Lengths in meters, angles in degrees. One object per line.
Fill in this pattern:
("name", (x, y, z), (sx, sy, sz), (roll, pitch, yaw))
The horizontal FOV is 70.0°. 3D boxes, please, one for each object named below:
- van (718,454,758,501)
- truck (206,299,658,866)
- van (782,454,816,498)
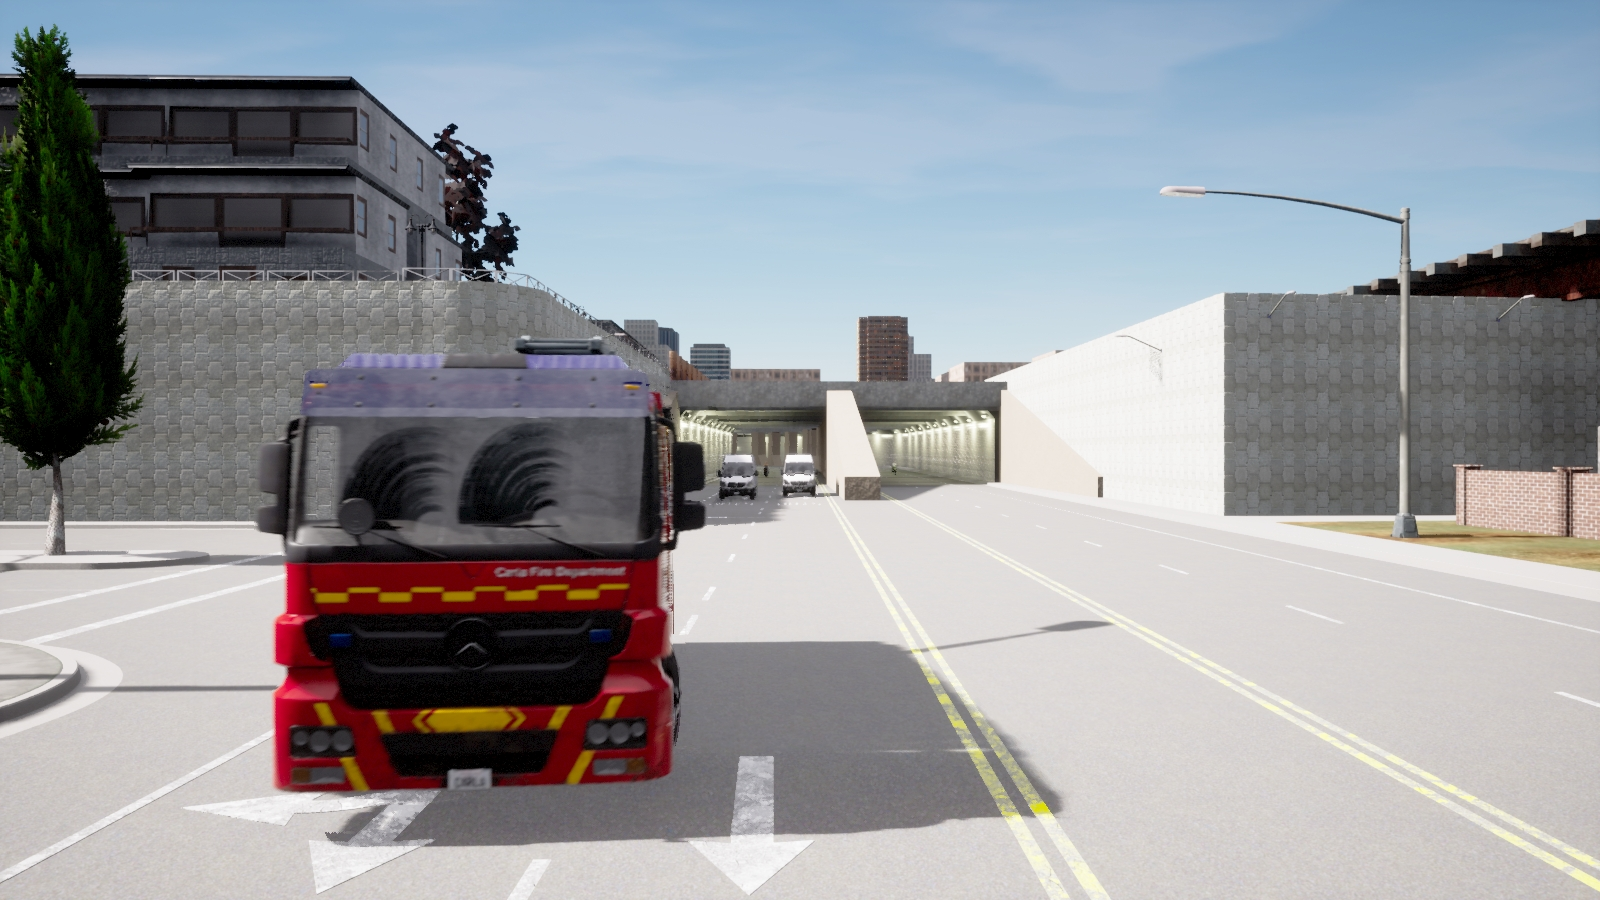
("van", (-3.554, 1.534, 66.483), (1.988, 2.561, 5.915), (0, 0, 0))
("truck", (-3.022, 0.890, 12.072), (2.891, 3.827, 8.468), (0, 0, -6))
("van", (-0.054, 1.534, 70.255), (1.988, 2.561, 5.915), (0, 0, 0))
